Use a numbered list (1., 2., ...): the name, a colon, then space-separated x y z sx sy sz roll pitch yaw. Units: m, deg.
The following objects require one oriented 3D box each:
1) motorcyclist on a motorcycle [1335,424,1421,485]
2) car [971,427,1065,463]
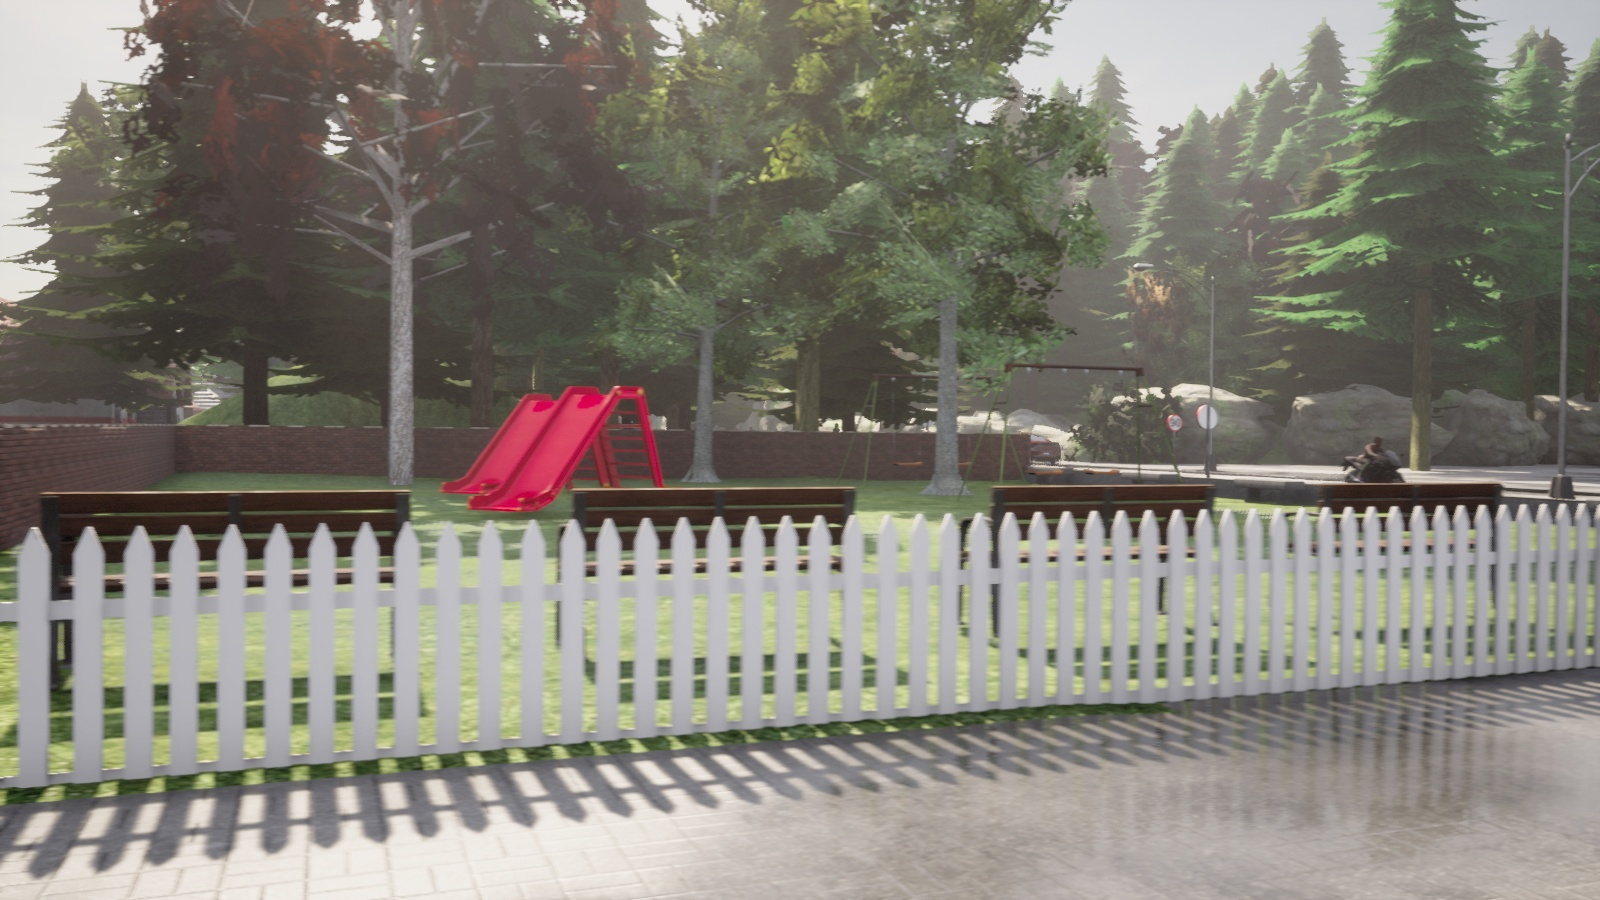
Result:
1. motorcyclist on a motorcycle: 14.956 0.088 32.558 0.797 1.523 2.044 -1 1 -21
2. car: 9.844 -0.262 57.131 1.882 1.535 5.008 -1 1 -21
